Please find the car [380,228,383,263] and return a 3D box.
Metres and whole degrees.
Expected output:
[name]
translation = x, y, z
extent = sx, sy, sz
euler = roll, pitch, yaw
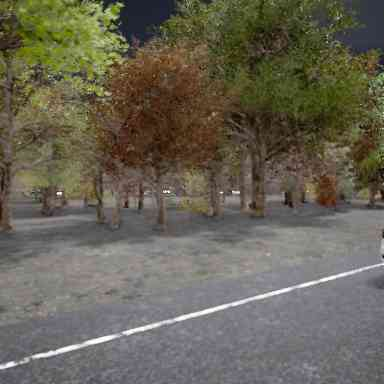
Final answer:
[car]
translation = 7.216, 1.177, 8.885
extent = 5.566, 2.045, 2.150
euler = 0, 0, -36
